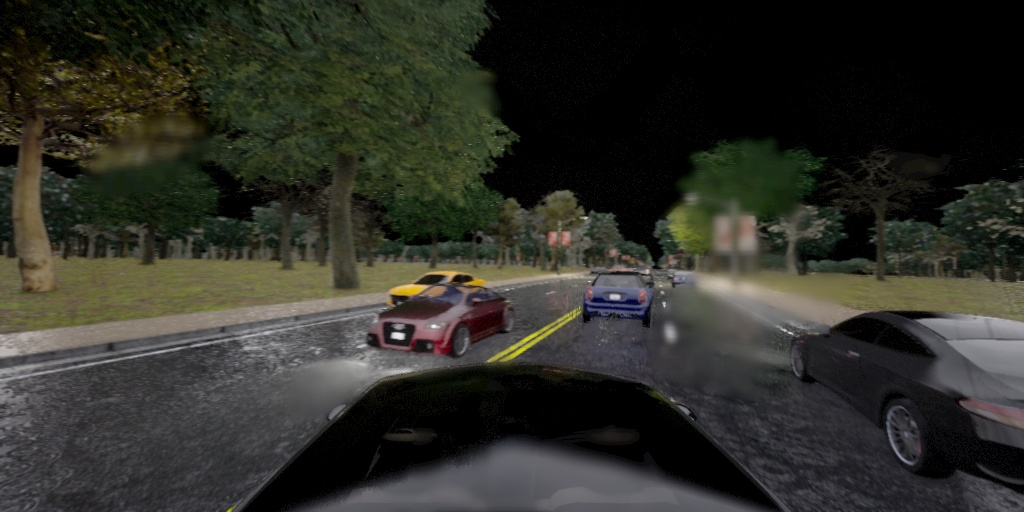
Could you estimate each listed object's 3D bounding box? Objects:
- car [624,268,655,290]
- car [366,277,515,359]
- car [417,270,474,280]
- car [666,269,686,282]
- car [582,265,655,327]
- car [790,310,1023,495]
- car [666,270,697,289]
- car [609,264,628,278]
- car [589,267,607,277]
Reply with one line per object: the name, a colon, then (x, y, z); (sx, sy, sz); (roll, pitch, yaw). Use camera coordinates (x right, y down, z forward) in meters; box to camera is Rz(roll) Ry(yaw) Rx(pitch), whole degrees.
car: (10.355, 1.765, 28.875); (2.128, 1.511, 4.902); (1, -1, 22)
car: (-1.453, 1.382, 8.746); (1.994, 1.385, 4.181); (1, -1, 22)
car: (-2.747, 1.345, 14.239); (1.882, 1.535, 5.008); (1, -1, 22)
car: (18.449, 2.184, 40.538); (1.895, 1.301, 4.718); (1, -1, 22)
car: (3.931, 1.307, 12.886); (2.097, 1.767, 4.553); (1, -1, 22)
car: (5.123, 1.391, 4.360); (1.812, 1.442, 4.674); (1, -1, 22)
car: (14.247, 1.900, 29.917); (2.033, 1.411, 5.357); (1, -1, 22)
car: (14.223, 1.977, 47.736); (2.097, 1.767, 4.553); (1, -1, 22)
car: (12.635, 2.276, 52.493); (1.895, 1.301, 4.718); (1, -1, 22)
